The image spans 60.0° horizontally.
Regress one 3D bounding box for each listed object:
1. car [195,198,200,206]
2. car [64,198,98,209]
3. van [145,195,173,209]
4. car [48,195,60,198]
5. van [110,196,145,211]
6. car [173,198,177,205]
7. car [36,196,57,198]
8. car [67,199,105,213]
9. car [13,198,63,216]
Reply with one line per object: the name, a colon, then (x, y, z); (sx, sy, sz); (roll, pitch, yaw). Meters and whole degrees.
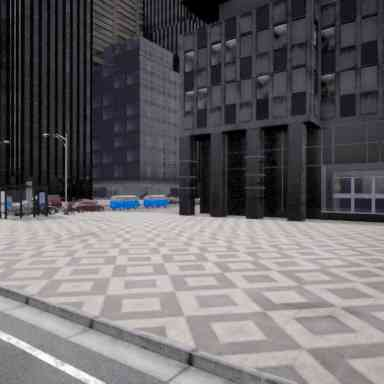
car: (1.821, 1.569, 54.087); (1.802, 1.307, 4.206); (0, 0, 35)
car: (-15.002, 1.548, 45.153); (1.802, 1.307, 4.206); (0, 0, 35)
van: (-4.763, 1.330, 44.836); (1.690, 1.788, 3.998); (0, 0, 35)
car: (-18.294, 1.284, 40.527); (2.192, 1.841, 5.009); (0, 0, 35)
van: (-8.055, 1.332, 40.211); (1.690, 1.788, 3.998); (0, 0, 35)
car: (-4.391, 1.496, 55.387); (1.812, 1.442, 4.674); (0, 0, 36)
car: (-17.788, 1.505, 36.648); (1.812, 1.442, 4.674); (0, 0, 35)
car: (-11.348, 1.576, 35.585); (1.802, 1.307, 4.206); (0, 0, 35)
car: (-14.641, 1.549, 30.960); (2.008, 1.369, 4.403); (0, 0, 35)
